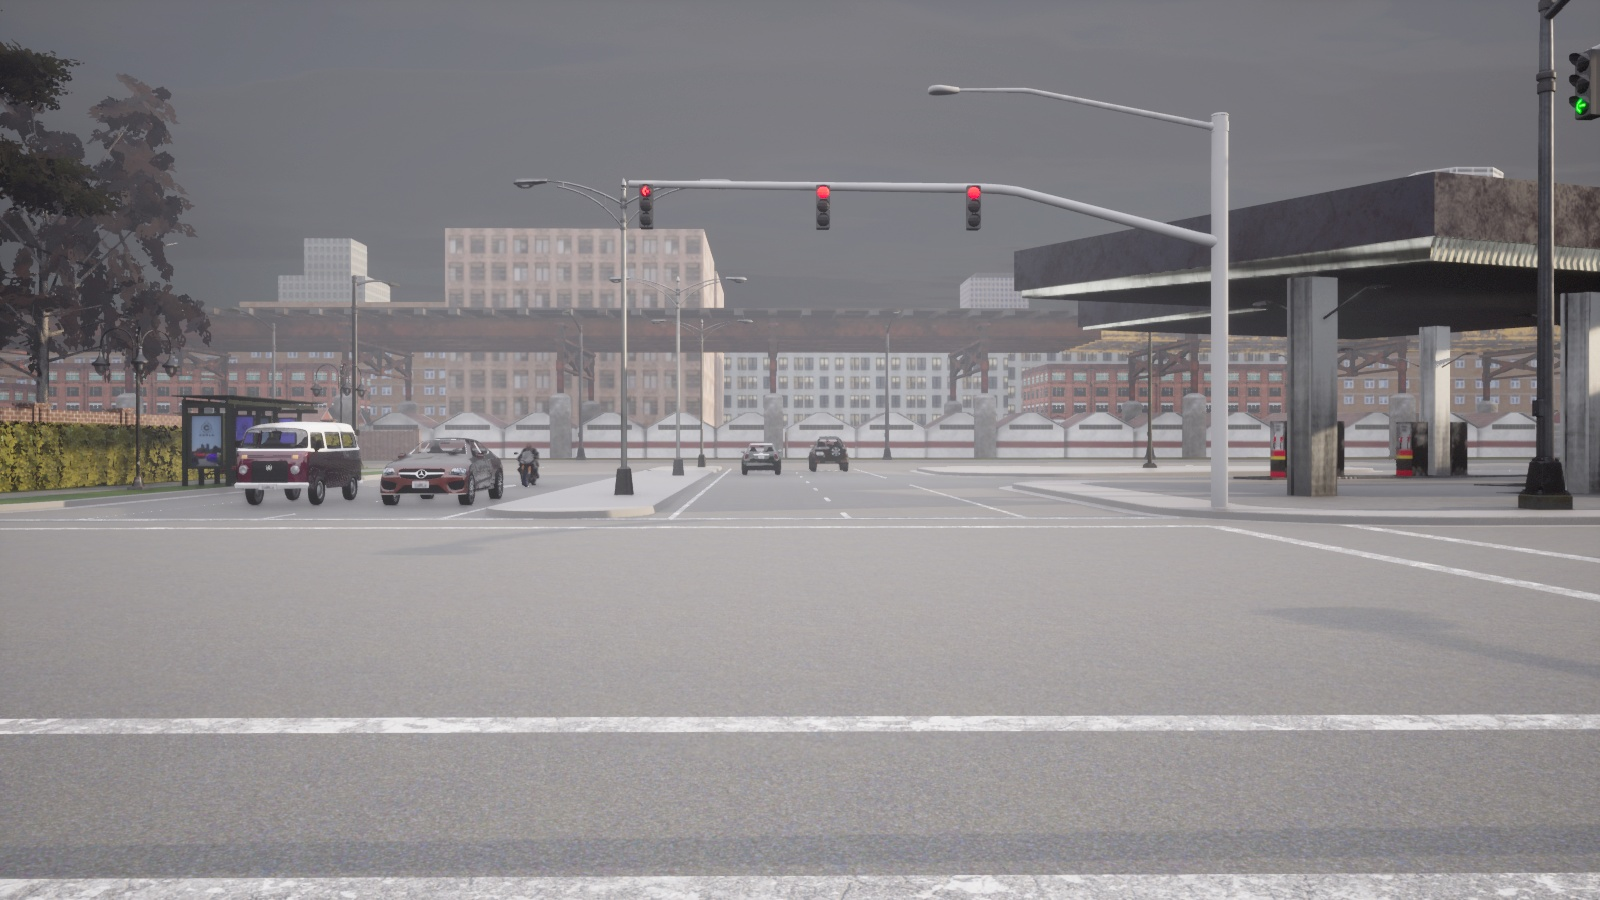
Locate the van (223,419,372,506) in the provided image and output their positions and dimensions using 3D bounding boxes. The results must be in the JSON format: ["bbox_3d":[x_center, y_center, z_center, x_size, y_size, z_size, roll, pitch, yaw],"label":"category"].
[{"bbox_3d":[-12.501,0.282,31.579,2.069,2.038,4.480,0,0,-2],"label":"van"}]

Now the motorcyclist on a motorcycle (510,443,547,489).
[{"bbox_3d":[-9.327,0.530,43.189,0.866,1.530,2.191,0,0,-3],"label":"motorcyclist on a motorcycle"}]

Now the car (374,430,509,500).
[{"bbox_3d":[-9.015,0.337,32.078,2.152,1.651,5.027,0,0,-2],"label":"car"}]

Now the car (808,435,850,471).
[{"bbox_3d":[1.476,0.186,66.054,1.932,1.855,4.605,0,-1,-2],"label":"car"}]

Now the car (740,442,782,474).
[{"bbox_3d":[-1.864,0.368,60.597,1.970,1.475,3.806,0,0,-2],"label":"car"}]
